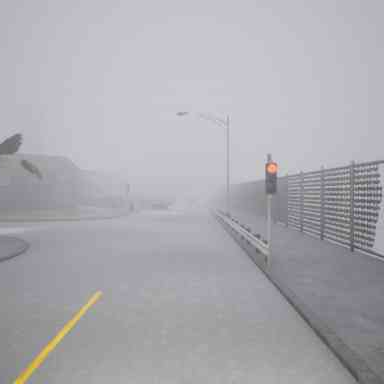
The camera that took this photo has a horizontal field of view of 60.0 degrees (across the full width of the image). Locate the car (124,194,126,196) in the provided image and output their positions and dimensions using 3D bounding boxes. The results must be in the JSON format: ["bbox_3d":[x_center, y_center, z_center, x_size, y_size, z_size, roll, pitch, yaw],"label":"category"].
[{"bbox_3d":[-17.212,1.116,78.245,3.633,1.501,1.845,0,0,0],"label":"car"}]

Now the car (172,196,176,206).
[{"bbox_3d":[-4.047,1.492,52.519,1.837,1.490,4.892,0,0,0],"label":"car"}]

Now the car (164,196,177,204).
[{"bbox_3d":[-4.003,1.533,63.398,2.033,1.411,5.357,0,0,0],"label":"car"}]

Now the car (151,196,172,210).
[{"bbox_3d":[-4.062,1.467,42.801,1.882,1.535,5.008,0,0,0],"label":"car"}]

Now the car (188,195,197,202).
[{"bbox_3d":[0.066,1.521,78.648,2.033,1.411,5.357,0,0,0],"label":"car"}]

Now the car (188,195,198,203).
[{"bbox_3d":[0.161,1.531,68.020,2.033,1.411,5.357,0,0,-1],"label":"car"}]
